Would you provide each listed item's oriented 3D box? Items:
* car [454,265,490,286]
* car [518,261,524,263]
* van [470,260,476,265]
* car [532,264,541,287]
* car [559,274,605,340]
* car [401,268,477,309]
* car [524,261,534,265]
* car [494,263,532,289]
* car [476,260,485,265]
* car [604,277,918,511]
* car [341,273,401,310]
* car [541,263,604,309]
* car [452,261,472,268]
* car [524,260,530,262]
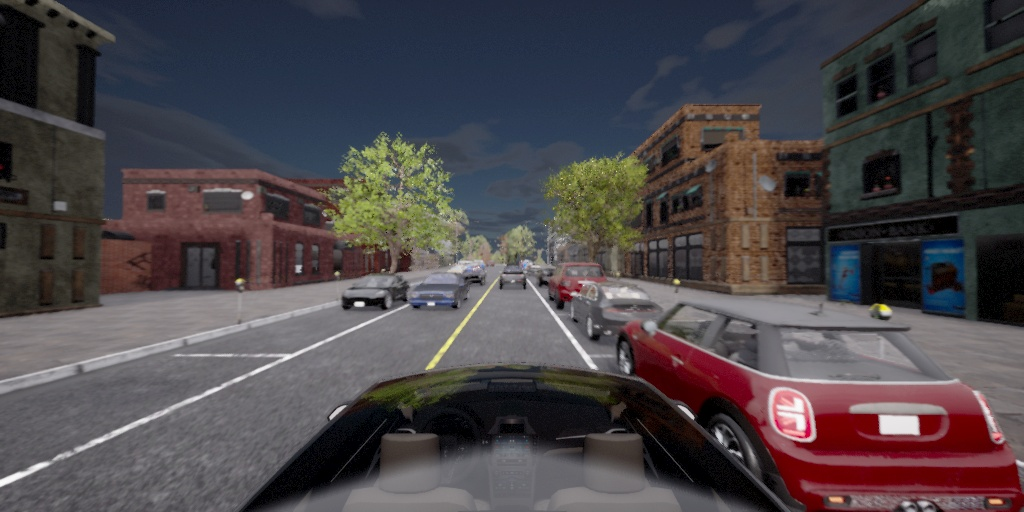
[{"bbox_3d":[-2.983,1.588,27.701,1.895,1.301,4.718,0,-1,0],"label":"car"},{"bbox_3d":[0.086,1.599,38.907,1.837,1.490,4.892,0,0,1],"label":"car"},{"bbox_3d":[-5.650,1.465,43.228,1.690,1.789,3.998,0,0,0],"label":"van"},{"bbox_3d":[2.712,1.550,26.603,1.948,1.339,4.313,0,0,0],"label":"car"},{"bbox_3d":[2.694,1.382,9.974,2.007,1.370,4.403,0,0,0],"label":"car"},{"bbox_3d":[-2.991,1.426,15.966,2.033,1.411,5.357,0,-1,0],"label":"car"},{"bbox_3d":[2.731,1.686,43.231,2.007,1.370,4.403,0,0,0],"label":"car"},{"bbox_3d":[0.079,1.463,25.464,2.128,1.511,4.902,0,0,1],"label":"car"},{"bbox_3d":[-5.638,1.663,54.314,1.967,1.591,4.097,0,0,0],"label":"car"},{"bbox_3d":[2.688,1.219,4.430,1.967,1.591,4.097,0,0,0],"label":"car"},{"bbox_3d":[-5.680,1.437,15.514,1.948,1.339,4.313,0,0,0],"label":"car"},{"bbox_3d":[2.701,1.197,15.518,2.192,1.841,5.009,0,0,0],"label":"car"},{"bbox_3d":[-5.656,1.599,37.516,1.751,1.417,4.829,0,0,0],"label":"car"},{"bbox_3d":[2.743,1.760,54.487,1.751,1.417,4.829,0,0,0],"label":"car"}]
